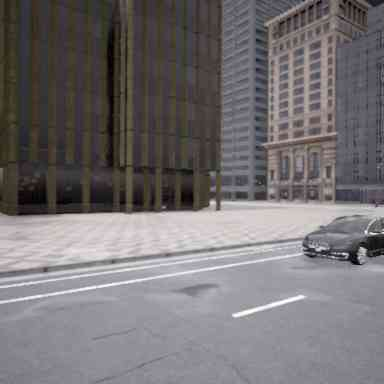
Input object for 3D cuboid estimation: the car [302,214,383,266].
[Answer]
[{"bbox_3d":[5.972,1.595,11.939,4.892,1.490,1.837,1,0,-36],"label":"car"}]
